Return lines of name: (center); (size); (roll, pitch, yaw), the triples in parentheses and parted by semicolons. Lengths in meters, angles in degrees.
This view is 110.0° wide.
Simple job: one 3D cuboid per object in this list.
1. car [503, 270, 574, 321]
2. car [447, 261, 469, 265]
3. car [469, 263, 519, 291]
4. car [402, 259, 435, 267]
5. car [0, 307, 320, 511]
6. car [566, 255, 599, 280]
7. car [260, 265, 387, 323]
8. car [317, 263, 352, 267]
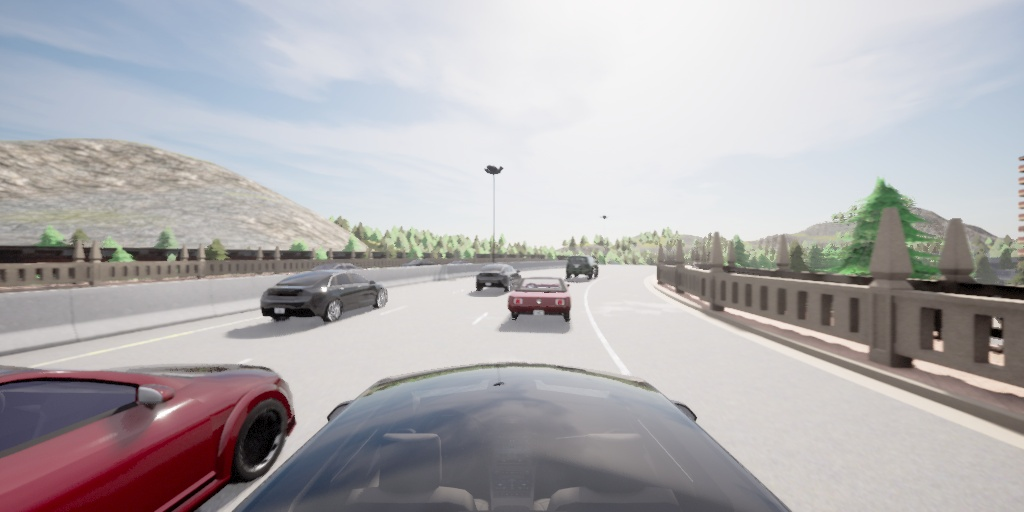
car: (1.087, 1.345, 12.537); (1.895, 1.301, 4.718); (0, 0, 8)
car: (-6.777, 1.292, 45.962); (2.033, 1.411, 5.357); (0, 0, 26)
car: (-0.714, 1.238, 21.229); (1.837, 1.490, 4.892); (0, 0, 13)
car: (-11.461, 1.172, 44.215); (1.882, 1.535, 5.008); (0, 0, 24)
car: (-3.254, 1.306, 2.017); (1.994, 1.385, 4.181); (0, 0, 1)
car: (6.300, 0.963, 31.892); (2.150, 2.045, 5.566); (0, 0, 22)
car: (-5.972, 1.233, 12.078); (1.837, 1.490, 4.892); (0, 0, 7)
car: (-11.358, 1.201, 22.627); (2.128, 1.511, 4.902); (0, 0, 14)
